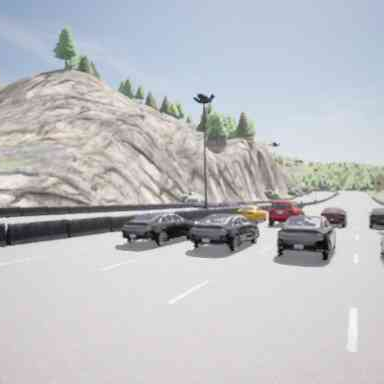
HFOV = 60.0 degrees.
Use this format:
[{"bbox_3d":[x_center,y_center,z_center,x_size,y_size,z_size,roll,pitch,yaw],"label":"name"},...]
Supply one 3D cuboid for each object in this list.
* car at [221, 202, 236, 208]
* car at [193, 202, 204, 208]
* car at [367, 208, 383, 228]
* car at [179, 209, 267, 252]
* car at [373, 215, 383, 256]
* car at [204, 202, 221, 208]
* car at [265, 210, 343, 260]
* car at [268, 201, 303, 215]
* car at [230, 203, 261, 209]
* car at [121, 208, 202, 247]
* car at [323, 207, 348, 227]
[{"bbox_3d":[8.184,2.799,67.509,1.812,1.442,4.674,0,-1,27],"label":"car"},{"bbox_3d":[1.914,2.868,70.612,1.994,1.385,4.181,0,-1,27],"label":"car"},{"bbox_3d":[14.945,1.974,26.156,1.882,1.535,5.008,0,-1,27],"label":"car"},{"bbox_3d":[1.638,1.737,15.194,2.128,1.511,4.902,0,-1,27],"label":"car"},{"bbox_3d":[7.428,1.732,11.141,2.033,1.411,5.357,0,-1,27],"label":"car"},{"bbox_3d":[5.045,2.834,69.049,2.033,1.411,5.357,0,-1,27],"label":"car"},{"bbox_3d":[4.771,1.717,13.633,2.128,1.511,4.902,0,-1,27],"label":"car"},{"bbox_3d":[7.926,1.732,27.807,2.150,2.045,5.566,0,-1,27],"label":"car"},{"bbox_3d":[5.548,2.036,30.839,1.882,1.535,5.008,0,-1,27],"label":"car"},{"bbox_3d":[-1.492,1.758,16.759,2.128,1.511,4.902,0,-1,27],"label":"car"},{"bbox_3d":[11.814,1.995,27.719,1.882,1.535,5.008,0,-1,27],"label":"car"}]
